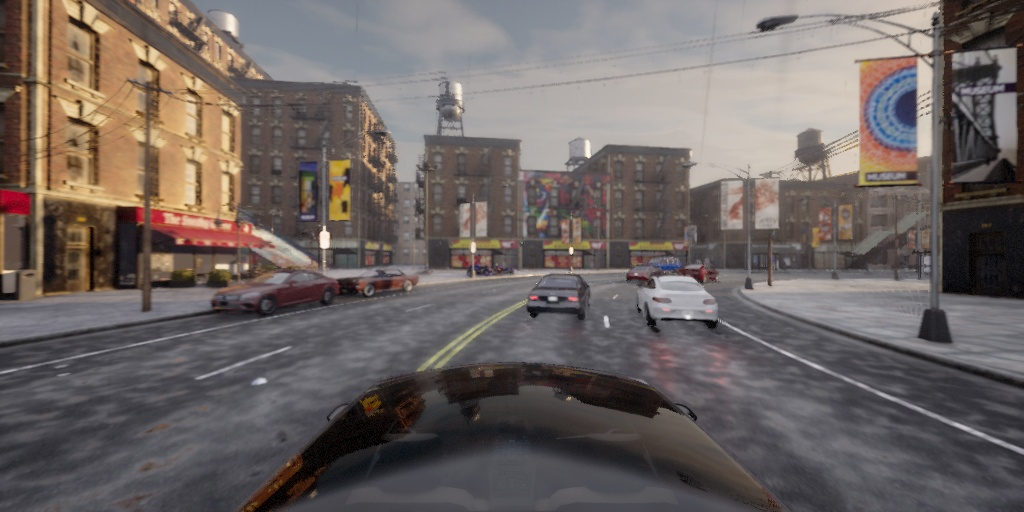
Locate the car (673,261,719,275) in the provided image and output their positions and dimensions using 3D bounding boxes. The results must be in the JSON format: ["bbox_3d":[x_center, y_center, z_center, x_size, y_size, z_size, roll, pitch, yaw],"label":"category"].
[{"bbox_3d":[15.613,1.386,29.905,5.008,1.535,1.882,0,-1,-44],"label":"car"}]

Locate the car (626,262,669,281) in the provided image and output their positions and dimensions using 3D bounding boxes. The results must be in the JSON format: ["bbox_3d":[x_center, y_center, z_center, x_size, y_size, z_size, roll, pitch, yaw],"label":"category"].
[{"bbox_3d":[11.388,1.450,30.506,1.994,1.385,4.181,0,0,42],"label":"car"}]

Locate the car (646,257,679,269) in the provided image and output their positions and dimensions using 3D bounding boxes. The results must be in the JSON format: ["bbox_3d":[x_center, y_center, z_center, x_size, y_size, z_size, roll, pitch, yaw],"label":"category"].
[{"bbox_3d":[16.215,1.156,39.343,5.566,2.045,2.150,0,0,-31],"label":"car"}]

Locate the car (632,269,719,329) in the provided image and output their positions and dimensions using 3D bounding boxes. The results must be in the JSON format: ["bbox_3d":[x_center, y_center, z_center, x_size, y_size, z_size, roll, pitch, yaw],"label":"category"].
[{"bbox_3d":[5.122,1.329,11.545,1.812,1.442,4.674,0,0,14],"label":"car"}]

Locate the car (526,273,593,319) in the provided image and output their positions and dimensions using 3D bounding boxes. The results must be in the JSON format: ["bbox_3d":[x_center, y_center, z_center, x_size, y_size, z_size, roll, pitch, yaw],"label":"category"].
[{"bbox_3d":[1.864,1.336,13.110,2.033,1.411,5.357,0,0,15],"label":"car"}]

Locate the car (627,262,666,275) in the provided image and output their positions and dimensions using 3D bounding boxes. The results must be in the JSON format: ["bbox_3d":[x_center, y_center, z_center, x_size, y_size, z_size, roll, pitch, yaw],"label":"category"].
[{"bbox_3d":[16.235,1.470,43.239,4.674,1.442,1.812,0,0,-28],"label":"car"}]
